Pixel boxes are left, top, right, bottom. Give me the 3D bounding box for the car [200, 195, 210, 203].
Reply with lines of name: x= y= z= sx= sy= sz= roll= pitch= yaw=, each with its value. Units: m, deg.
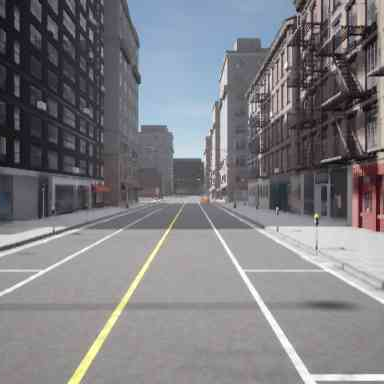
car: x=2.750 y=1.329 z=70.026 sx=2.097 sy=1.767 sz=4.553 roll=0 pitch=0 yaw=0
